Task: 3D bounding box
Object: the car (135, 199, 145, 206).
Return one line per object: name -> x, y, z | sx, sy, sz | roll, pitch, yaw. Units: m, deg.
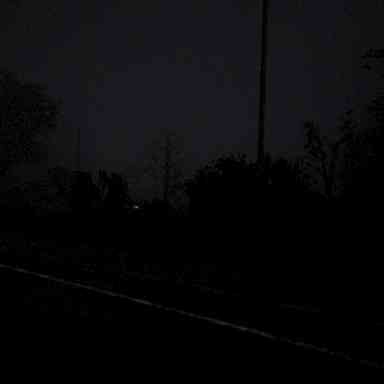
car -> -9.800, 1.948, 62.474 | 2.033, 1.411, 5.357 | 2, -2, 19
